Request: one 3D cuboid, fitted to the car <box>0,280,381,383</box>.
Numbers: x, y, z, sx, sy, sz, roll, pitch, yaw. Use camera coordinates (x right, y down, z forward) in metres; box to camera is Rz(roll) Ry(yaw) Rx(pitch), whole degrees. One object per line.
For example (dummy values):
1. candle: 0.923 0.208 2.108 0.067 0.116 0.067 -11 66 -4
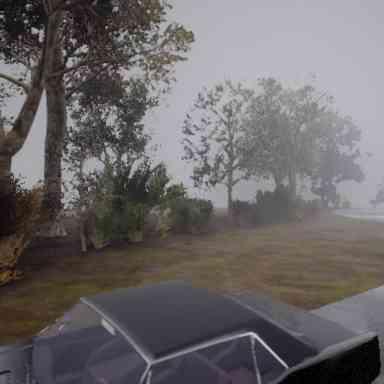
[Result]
1. car: -0.543 1.588 2.661 4.718 1.301 1.895 0 1 -35
